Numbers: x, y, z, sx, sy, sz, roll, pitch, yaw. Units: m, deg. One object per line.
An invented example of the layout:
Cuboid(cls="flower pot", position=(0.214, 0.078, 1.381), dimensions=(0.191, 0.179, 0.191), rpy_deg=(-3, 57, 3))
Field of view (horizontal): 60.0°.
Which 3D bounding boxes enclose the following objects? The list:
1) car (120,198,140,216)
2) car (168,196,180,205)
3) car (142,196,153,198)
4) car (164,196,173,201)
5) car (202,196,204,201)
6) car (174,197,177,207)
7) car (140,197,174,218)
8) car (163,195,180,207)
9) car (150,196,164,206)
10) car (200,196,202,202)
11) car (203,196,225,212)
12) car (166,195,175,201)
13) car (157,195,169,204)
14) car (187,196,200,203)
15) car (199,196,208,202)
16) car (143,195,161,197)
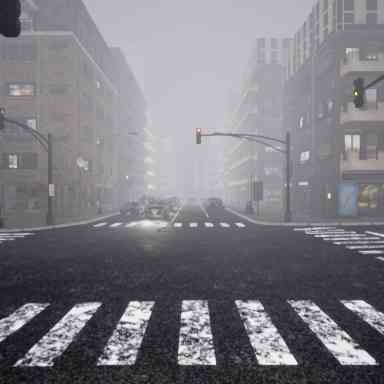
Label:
Cuboid(cls="car", position=(-5.726, 1.572, 32.188), dimensions=(1.947, 1.339, 4.313), rpy_deg=(0, 0, 0))
Cuboid(cls="car", position=(-3.113, 1.498, 59.909), dimensions=(1.882, 1.535, 5.008), rpy_deg=(0, 0, 0))
Cuboid(cls="car", position=(-5.732, 1.534, 37.701), dimensions=(1.752, 1.417, 4.829), rpy_deg=(0, 0, 0))
Cuboid(cls="car", position=(-5.785, 1.590, 83.330), dimensions=(2.008, 1.369, 4.403), rpy_deg=(0, 0, 0))
Cuboid(cls="car", position=(2.641, 1.451, 43.565), dimensions=(1.967, 1.590, 4.097), rpy_deg=(0, 0, 0))
Cuboid(cls="car", position=(-3.144, 1.610, 39.921), dimensions=(1.895, 1.301, 4.718), rpy_deg=(0, 0, 0))
Cuboid(cls="car", position=(-3.126, 1.497, 30.622), dimensions=(2.128, 1.511, 4.902), rpy_deg=(0, 0, 1))
Cuboid(cls="car", position=(-3.145, 1.578, 49.899), dimensions=(1.994, 1.385, 4.181), rpy_deg=(0, 0, 0))
Cuboid(cls="car", position=(-5.752, 1.457, 54.918), dimensions=(1.967, 1.590, 4.097), rpy_deg=(0, 0, 0))
Cuboid(cls="car", position=(2.629, 1.599, 54.930), dimensions=(1.802, 1.307, 4.206), rpy_deg=(0, 0, 0))
Cuboid(cls="car", position=(2.647, 1.449, 37.882), dimensions=(1.967, 1.590, 4.097), rpy_deg=(0, 0, 0))
Cuboid(cls="car", position=(-5.791, 1.595, 89.012), dimensions=(2.008, 1.369, 4.403), rpy_deg=(0, 0, 0))
Cuboid(cls="car", position=(-5.765, 1.465, 66.284), dimensions=(1.967, 1.590, 4.097), rpy_deg=(0, 0, 0))
Cuboid(cls="car", position=(-0.036, 1.539, 70.608), dimensions=(2.128, 1.511, 4.902), rpy_deg=(0, 0, 0))
Cuboid(cls="car", position=(2.602, 1.585, 77.659), dimensions=(2.008, 1.369, 4.403), rpy_deg=(0, 0, 0))
Cuboid(cls="car", position=(-5.739, 1.326, 43.553), dimensions=(2.192, 1.841, 5.009), rpy_deg=(0, 0, 0))
